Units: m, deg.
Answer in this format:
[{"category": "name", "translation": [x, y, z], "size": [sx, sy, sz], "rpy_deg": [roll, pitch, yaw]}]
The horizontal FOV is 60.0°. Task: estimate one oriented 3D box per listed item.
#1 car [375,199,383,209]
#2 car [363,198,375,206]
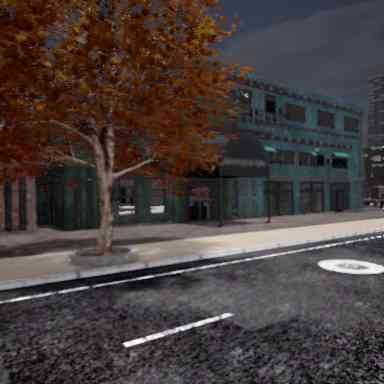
[{"category": "car", "translation": [27.616, 1.692, 44.636], "size": [1.947, 1.339, 4.313], "rpy_deg": [-2, 0, -36]}, {"category": "car", "translation": [29.522, 1.670, 56.394], "size": [2.008, 1.369, 4.403], "rpy_deg": [-2, 0, -36]}]
